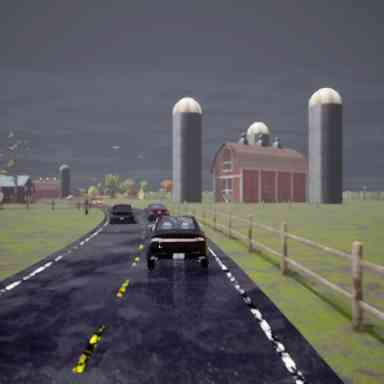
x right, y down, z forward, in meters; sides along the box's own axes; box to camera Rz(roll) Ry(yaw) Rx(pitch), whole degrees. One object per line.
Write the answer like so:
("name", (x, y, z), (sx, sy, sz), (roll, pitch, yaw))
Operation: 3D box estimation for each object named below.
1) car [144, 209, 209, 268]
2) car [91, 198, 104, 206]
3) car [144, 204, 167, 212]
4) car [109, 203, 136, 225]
("car", (-0.546, 1.565, 11.611), (2.128, 1.511, 4.902), (0, 0, -4))
("car", (-18.641, 1.892, 65.478), (2.097, 1.767, 4.553), (0, -1, -26))
("car", (-3.259, 1.757, 30.211), (2.033, 1.411, 5.357), (0, 0, -12))
("car", (-5.534, 1.663, 26.452), (1.882, 1.535, 5.008), (0, 0, -11))
